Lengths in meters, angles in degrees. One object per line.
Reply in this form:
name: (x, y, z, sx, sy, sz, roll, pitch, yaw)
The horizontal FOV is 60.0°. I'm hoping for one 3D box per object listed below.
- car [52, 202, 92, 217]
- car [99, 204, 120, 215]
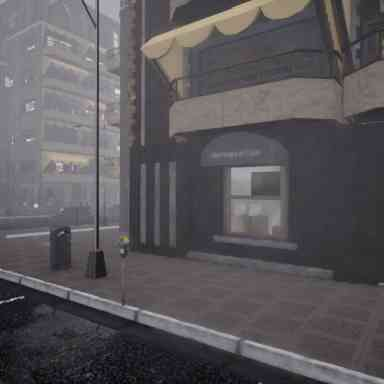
car: (-12.690, 1.821, 35.246, 1.967, 1.590, 4.097, -1, -1, 35)
car: (-9.407, 2.063, 39.871, 1.802, 1.307, 4.206, -1, -1, 35)
